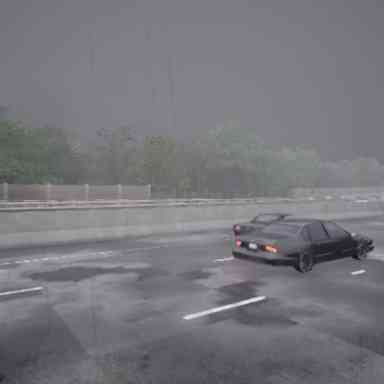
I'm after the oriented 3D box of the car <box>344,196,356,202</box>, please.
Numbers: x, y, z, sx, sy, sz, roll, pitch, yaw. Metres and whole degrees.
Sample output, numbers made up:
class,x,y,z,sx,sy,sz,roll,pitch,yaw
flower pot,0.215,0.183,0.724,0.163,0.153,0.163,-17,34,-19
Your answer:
class,x,y,z,sx,sy,sz,roll,pitch,yaw
car,36.011,1.684,75.684,1.812,1.442,4.674,1,1,38

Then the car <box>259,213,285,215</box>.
class,x,y,z,sx,sy,sz,roll,pitch,yaw
car,4.221,1.617,15.354,4.718,1.301,1.895,0,0,-35

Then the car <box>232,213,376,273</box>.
class,x,y,z,sx,sy,sz,roll,pitch,yaw
car,3.744,1.559,10.716,5.357,1.411,2.033,0,0,-35

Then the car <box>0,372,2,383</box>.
class,x,y,z,sx,sy,sz,roll,pitch,yaw
car,-3.457,1.523,1.404,4.674,1.442,1.812,0,0,-35
